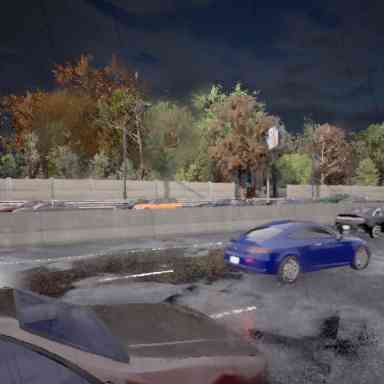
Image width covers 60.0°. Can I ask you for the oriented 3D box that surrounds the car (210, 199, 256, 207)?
[{"bbox_3d":[4.991,1.548,35.177,5.357,1.411,2.033,0,0,-31],"label":"car"}]

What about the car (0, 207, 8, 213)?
[{"bbox_3d":[-13.666,1.478,28.282,5.008,1.535,1.882,0,0,-30],"label":"car"}]

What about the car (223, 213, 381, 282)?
[{"bbox_3d":[3.034,1.525,9.444,4.674,1.442,1.812,0,0,-30],"label":"car"}]

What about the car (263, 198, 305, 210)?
[{"bbox_3d":[12.001,1.549,43.350,5.357,1.411,2.033,0,0,-30],"label":"car"}]

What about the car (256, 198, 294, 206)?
[{"bbox_3d":[9.495,1.548,33.761,5.357,1.411,2.033,0,0,-30],"label":"car"}]

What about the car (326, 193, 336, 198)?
[{"bbox_3d":[20.919,1.228,48.582,5.566,2.045,2.150,0,0,-30],"label":"car"}]

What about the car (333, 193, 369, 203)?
[{"bbox_3d":[21.899,1.358,45.103,4.553,1.767,2.097,0,0,-30],"label":"car"}]

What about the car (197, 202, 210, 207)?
[{"bbox_3d":[3.128,1.548,38.148,5.357,1.411,2.033,0,0,-30],"label":"car"}]

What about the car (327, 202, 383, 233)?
[{"bbox_3d":[9.543,1.491,17.323,4.902,1.511,2.128,0,0,-30],"label":"car"}]

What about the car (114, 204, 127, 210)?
[{"bbox_3d":[-5.301,1.505,33.188,4.892,1.490,1.837,0,0,-30],"label":"car"}]

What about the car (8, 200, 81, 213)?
[{"bbox_3d":[-11.169,1.492,25.687,4.902,1.511,2.128,0,0,-30],"label":"car"}]

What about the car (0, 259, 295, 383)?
[{"bbox_3d":[-1.883,1.547,2.497,5.357,1.411,2.033,0,0,-30],"label":"car"}]

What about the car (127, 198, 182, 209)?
[{"bbox_3d":[-3.192,1.352,30.371,4.553,1.767,2.097,0,0,-30],"label":"car"}]

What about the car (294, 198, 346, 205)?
[{"bbox_3d":[12.012,1.564,31.184,4.181,1.385,1.994,0,0,-30],"label":"car"}]
